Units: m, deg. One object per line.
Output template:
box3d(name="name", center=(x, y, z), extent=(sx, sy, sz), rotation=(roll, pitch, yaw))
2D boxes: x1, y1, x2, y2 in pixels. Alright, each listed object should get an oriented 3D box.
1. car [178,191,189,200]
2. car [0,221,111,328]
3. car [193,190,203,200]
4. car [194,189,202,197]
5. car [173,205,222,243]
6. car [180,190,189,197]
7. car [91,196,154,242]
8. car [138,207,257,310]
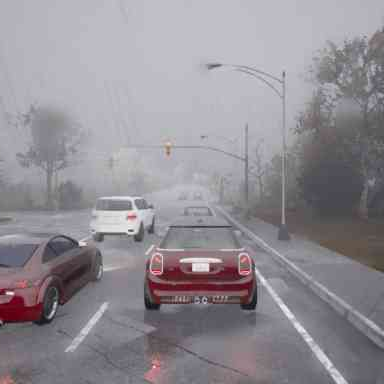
box3d(name="car", center=(-2.123, 1.045, 75.557), extent=(1.994, 1.385, 4.181), rotation=(0, 3, 1))
box3d(name="car", center=(-3.337, 1.564, 7.125), extent=(1.994, 1.385, 4.181), rotation=(0, 0, 0))
box3d(name="car", center=(1.377, 1.017, 75.483), extent=(1.812, 1.442, 4.674), rotation=(0, 3, 1))
box3d(name="car", center=(1.583, 0.173, 85.444), extent=(2.097, 1.767, 4.553), rotation=(0, 3, 1))
box3d(name="car", center=(0.290, 1.491, 16.981), extent=(2.128, 1.511, 4.902), rotation=(0, 0, 1))
box3d(name="car", center=(-1.915, 0.356, 85.556), extent=(2.033, 1.411, 5.357), rotation=(0, 3, 1))
box3d(name="car", center=(-3.246, 1.221, 16.543), extent=(2.150, 2.045, 5.566), rotation=(0, 0, 3))
box3d(name="car", center=(0.173, 1.352, 8.005), extent=(2.097, 1.767, 4.553), rotation=(0, 0, 1))
